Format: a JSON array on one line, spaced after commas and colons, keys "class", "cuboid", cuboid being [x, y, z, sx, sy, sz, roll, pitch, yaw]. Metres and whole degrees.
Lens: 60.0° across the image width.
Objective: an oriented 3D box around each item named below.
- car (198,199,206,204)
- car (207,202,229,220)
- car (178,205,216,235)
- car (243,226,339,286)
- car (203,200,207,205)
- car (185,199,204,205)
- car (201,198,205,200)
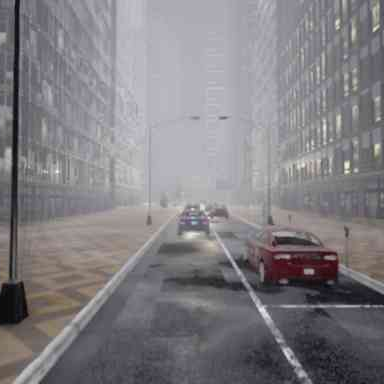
[{"class": "car", "cuboid": [2.579, 2.488, 87.482, 1.802, 1.307, 4.206, 1, -1, 0]}, {"class": "car", "cuboid": [2.578, 1.890, 31.811, 1.802, 1.307, 4.206, 1, -1, 0]}, {"class": "car", "cuboid": [0.099, 1.741, 20.257, 2.033, 1.411, 5.357, 0, -1, 0]}, {"class": "car", "cuboid": [2.579, 1.635, 9.543, 1.887, 1.381, 4.507, 1, -1, 0]}, {"class": "car", "cuboid": [2.578, 2.003, 42.944, 1.802, 1.307, 4.206, 1, -1, 0]}, {"class": "car", "cuboid": [0.101, 1.966, 41.049, 1.994, 1.385, 4.181, 0, -1, 0]}, {"class": "car", "cuboid": [2.581, 2.283, 81.917, 1.967, 1.590, 4.097, 1, -1, 0]}]
